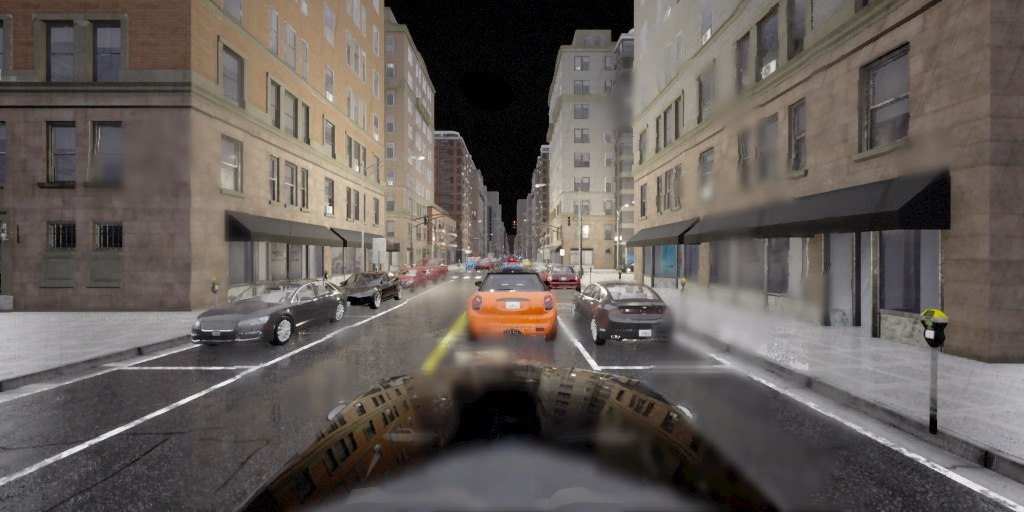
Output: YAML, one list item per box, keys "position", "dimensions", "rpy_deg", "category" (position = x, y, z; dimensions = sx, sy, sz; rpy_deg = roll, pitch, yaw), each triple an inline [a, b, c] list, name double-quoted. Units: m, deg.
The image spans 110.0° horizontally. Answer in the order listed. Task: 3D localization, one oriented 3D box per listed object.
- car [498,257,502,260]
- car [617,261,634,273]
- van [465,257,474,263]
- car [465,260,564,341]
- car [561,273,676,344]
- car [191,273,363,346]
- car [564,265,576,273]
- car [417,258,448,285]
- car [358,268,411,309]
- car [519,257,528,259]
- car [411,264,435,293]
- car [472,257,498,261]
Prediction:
- position: [-3.113, 1.261, 61.774]
  dimensions: [1.812, 1.442, 4.674]
  rpy_deg: [0, 0, 0]
  category: "car"
- position: [14.539, 1.238, 41.011]
  dimensions: [4.892, 1.490, 1.837]
  rpy_deg: [0, 0, 1]
  category: "car"
- position: [-5.892, 1.079, 52.818]
  dimensions: [1.690, 1.789, 3.998]
  rpy_deg: [0, 0, 0]
  category: "van"
- position: [0.014, 1.101, 9.987]
  dimensions: [2.097, 1.767, 4.553]
  rpy_deg: [0, 0, 0]
  category: "car"
- position: [2.665, 1.300, 9.328]
  dimensions: [2.007, 1.370, 4.403]
  rpy_deg: [0, 0, 0]
  category: "car"
- position: [-5.861, 1.300, 9.299]
  dimensions: [2.007, 1.370, 4.403]
  rpy_deg: [0, 0, 0]
  category: "car"
- position: [2.657, 1.187, 20.378]
  dimensions: [1.967, 1.591, 4.097]
  rpy_deg: [0, 0, 0]
  category: "car"
- position: [-5.873, 1.061, 25.870]
  dimensions: [2.192, 1.841, 5.009]
  rpy_deg: [0, 0, 0]
  category: "car"
- position: [-5.865, 1.314, 14.823]
  dimensions: [1.948, 1.339, 4.313]
  rpy_deg: [0, 0, 0]
  category: "car"
- position: [2.626, 1.260, 64.209]
  dimensions: [1.751, 1.417, 4.829]
  rpy_deg: [0, 0, 0]
  category: "car"
- position: [-5.869, 1.330, 20.347]
  dimensions: [1.802, 1.307, 4.207]
  rpy_deg: [0, 0, 0]
  category: "car"
- position: [-3.601, 1.217, 48.254]
  dimensions: [1.882, 1.535, 5.008]
  rpy_deg: [0, 0, 8]
  category: "car"
